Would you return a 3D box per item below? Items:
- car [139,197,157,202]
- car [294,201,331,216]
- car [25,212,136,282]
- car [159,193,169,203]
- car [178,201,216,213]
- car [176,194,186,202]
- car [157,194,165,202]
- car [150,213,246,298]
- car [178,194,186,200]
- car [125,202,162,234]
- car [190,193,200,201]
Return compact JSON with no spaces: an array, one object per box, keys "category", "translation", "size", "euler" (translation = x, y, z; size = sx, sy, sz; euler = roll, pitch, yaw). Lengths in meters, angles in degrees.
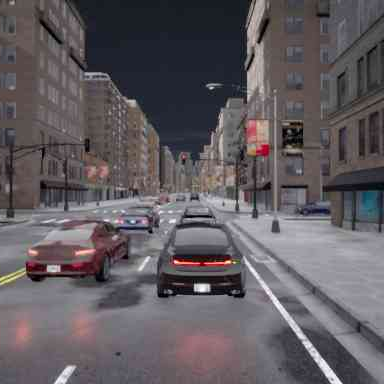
[{"category":"car","translation":[-6.211,1.579,44.134],"size":[1.895,1.301,4.718],"euler":[0,0,0]},{"category":"car","translation":[12.601,1.603,33.156],"size":[4.674,1.442,1.812],"euler":[0,-1,2]},{"category":"car","translation":[-3.026,1.526,9.636],"size":[1.812,1.442,4.674],"euler":[0,0,1]},{"category":"car","translation":[-5.920,1.172,69.308],"size":[2.150,2.045,5.566],"euler":[0,0,0]},{"category":"car","translation":[0.291,1.489,17.896],"size":[2.128,1.511,4.902],"euler":[0,0,-1]},{"category":"car","translation":[-2.620,1.487,75.696],"size":[1.994,1.385,4.181],"euler":[0,0,0]},{"category":"car","translation":[-6.112,1.493,55.382],"size":[1.812,1.442,4.674],"euler":[0,0,1]},{"category":"car","translation":[0.205,1.505,8.500],"size":[1.837,1.490,4.892],"euler":[0,0,0]},{"category":"car","translation":[-2.542,1.238,85.699],"size":[1.882,1.535,5.008],"euler":[0,0,0]},{"category":"car","translation":[-2.958,1.544,19.203],"size":[2.033,1.411,5.357],"euler":[0,0,0]},{"category":"car","translation":[0.627,1.159,75.283],"size":[2.150,2.045,5.566],"euler":[0,0,0]}]
